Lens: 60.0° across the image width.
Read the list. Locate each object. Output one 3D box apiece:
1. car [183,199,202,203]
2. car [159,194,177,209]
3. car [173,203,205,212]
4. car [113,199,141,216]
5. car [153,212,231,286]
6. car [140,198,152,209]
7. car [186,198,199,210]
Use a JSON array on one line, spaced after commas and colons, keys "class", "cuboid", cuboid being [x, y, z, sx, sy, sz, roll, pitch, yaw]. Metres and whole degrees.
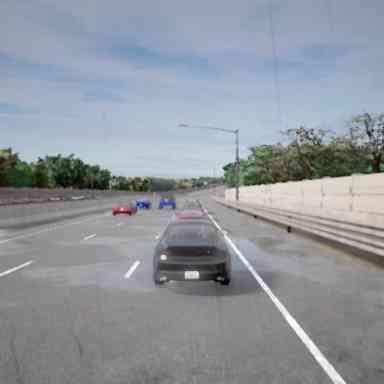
[{"class": "car", "cuboid": [-0.007, 1.602, 27.906, 1.837, 1.490, 4.892, 0, 0, 0]}, {"class": "car", "cuboid": [-3.409, 1.370, 47.347, 2.150, 2.045, 5.566, 0, -1, 0]}, {"class": "car", "cuboid": [-0.005, 1.592, 18.883, 1.812, 1.442, 4.674, 0, 0, 0]}, {"class": "car", "cuboid": [-6.909, 1.685, 34.842, 1.994, 1.385, 4.181, 0, 0, 0]}, {"class": "car", "cuboid": [-0.003, 1.538, 9.521, 1.837, 1.490, 4.892, 0, 0, 0]}, {"class": "car", "cuboid": [-6.889, 1.632, 47.298, 1.882, 1.535, 5.008, 0, 0, 0]}, {"class": "car", "cuboid": [0.092, 1.681, 47.640, 1.812, 1.442, 4.674, 0, 0, 0]}]
